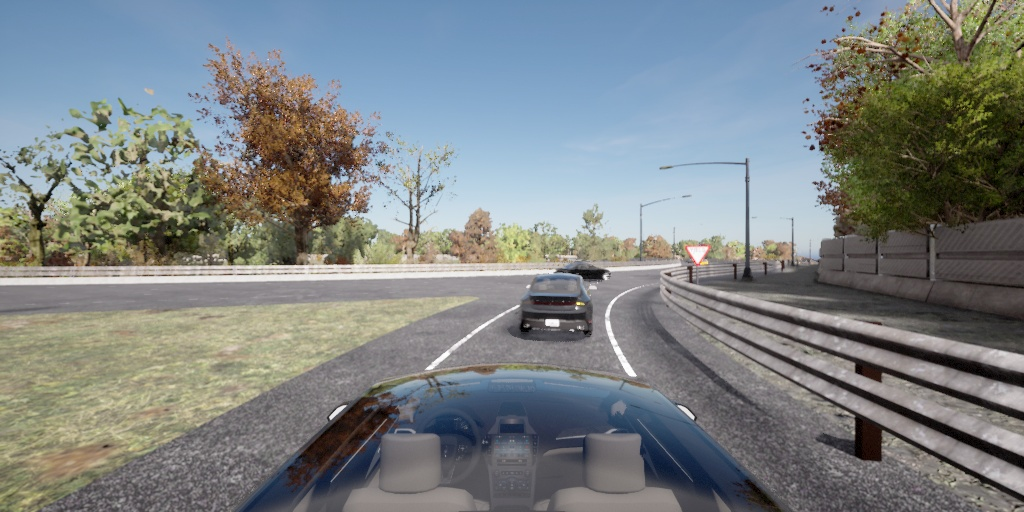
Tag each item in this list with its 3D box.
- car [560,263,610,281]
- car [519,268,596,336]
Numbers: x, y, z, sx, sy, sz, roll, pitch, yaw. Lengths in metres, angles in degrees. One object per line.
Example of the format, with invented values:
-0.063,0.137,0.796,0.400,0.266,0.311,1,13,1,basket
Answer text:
5.670,1.275,28.620,5.008,1.535,1.882,0,0,-32,car
1.409,1.271,10.574,1.837,1.490,4.892,0,0,11,car
